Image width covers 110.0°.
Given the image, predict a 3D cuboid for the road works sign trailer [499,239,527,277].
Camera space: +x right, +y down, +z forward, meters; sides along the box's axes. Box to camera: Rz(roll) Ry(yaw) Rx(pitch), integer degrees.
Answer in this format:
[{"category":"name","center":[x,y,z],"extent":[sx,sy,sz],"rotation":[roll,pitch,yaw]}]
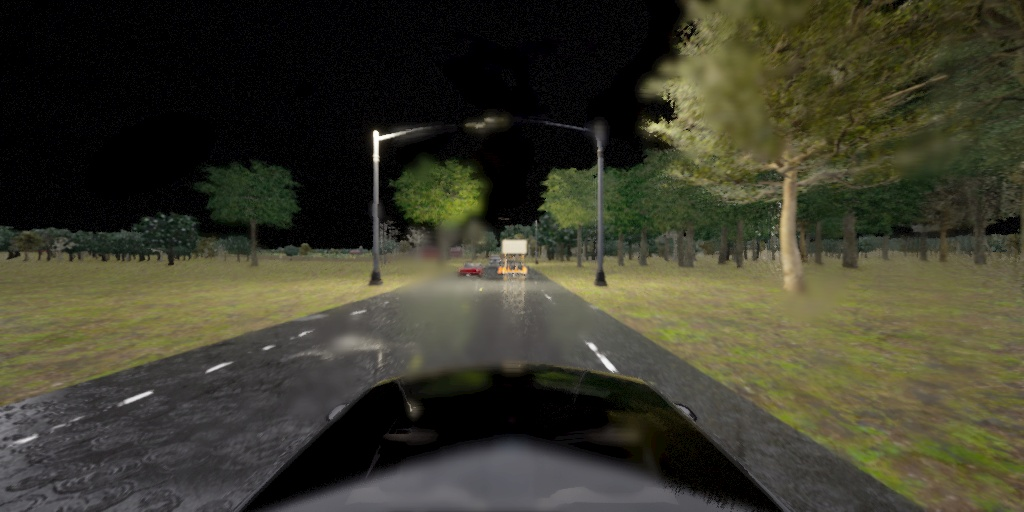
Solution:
[{"category":"road works sign trailer","center":[0.234,0.151,34.870],"extent":[2.380,3.560,2.880],"rotation":[0,0,2]}]

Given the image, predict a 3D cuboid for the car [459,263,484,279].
[{"category":"car","center":[-3.570,1.290,32.066],"extent":[1.895,1.301,4.718],"rotation":[0,0,0]}]
